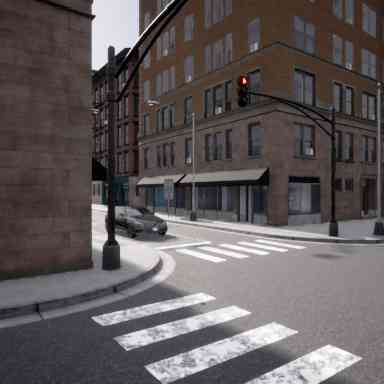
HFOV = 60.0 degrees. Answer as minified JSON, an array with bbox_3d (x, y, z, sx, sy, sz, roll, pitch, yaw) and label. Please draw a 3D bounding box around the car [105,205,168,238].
[{"bbox_3d":[-3.048,1.436,17.282,1.812,1.442,4.674,0,0,-35],"label":"car"}]
